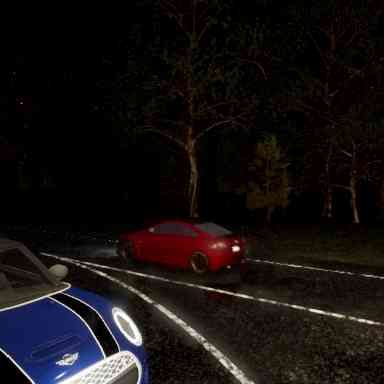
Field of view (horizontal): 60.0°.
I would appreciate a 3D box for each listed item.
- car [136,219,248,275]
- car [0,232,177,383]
[{"bbox_3d":[-0.390,1.536,10.394,4.181,1.385,1.994,0,0,36],"label":"car"},{"bbox_3d":[-2.644,1.338,3.761,4.553,1.767,2.097,1,0,35],"label":"car"}]
